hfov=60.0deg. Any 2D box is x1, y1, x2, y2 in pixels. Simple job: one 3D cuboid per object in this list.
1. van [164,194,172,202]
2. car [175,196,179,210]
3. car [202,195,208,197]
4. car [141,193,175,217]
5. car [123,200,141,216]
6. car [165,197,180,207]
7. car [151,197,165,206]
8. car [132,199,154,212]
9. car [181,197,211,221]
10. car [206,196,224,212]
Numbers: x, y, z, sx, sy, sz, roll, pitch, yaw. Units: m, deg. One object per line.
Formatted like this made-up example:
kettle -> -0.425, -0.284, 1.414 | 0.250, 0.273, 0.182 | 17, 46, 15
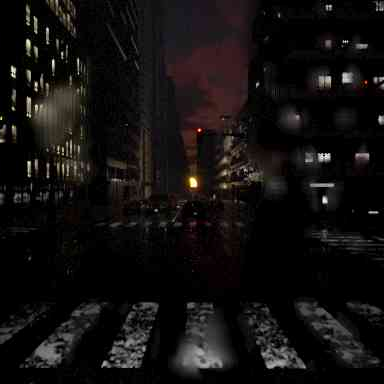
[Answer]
van -> -5.566, 1.302, 78.190 | 1.690, 1.788, 3.998 | -1, 0, 0
car -> -3.021, 1.199, 41.564 | 2.150, 2.045, 5.566 | 0, 0, 0
car -> 2.805, 1.404, 72.521 | 1.967, 1.590, 4.097 | -1, 0, 0
car -> -3.048, 1.204, 31.085 | 2.150, 2.045, 5.566 | 0, 0, 0
car -> -5.646, 1.507, 32.784 | 1.752, 1.417, 4.829 | -1, 0, 0
car -> -2.996, 1.520, 52.108 | 2.033, 1.411, 5.357 | 0, 0, 0
car -> -5.604, 1.516, 55.571 | 1.887, 1.381, 4.507 | -1, 0, 0
car -> -5.635, 1.545, 38.608 | 1.947, 1.339, 4.313 | -1, 0, 0
car -> 0.156, 1.462, 27.200 | 1.882, 1.535, 5.008 | 0, 0, -2
car -> 2.745, 1.530, 38.593 | 2.008, 1.369, 4.403 | -1, 0, 0
